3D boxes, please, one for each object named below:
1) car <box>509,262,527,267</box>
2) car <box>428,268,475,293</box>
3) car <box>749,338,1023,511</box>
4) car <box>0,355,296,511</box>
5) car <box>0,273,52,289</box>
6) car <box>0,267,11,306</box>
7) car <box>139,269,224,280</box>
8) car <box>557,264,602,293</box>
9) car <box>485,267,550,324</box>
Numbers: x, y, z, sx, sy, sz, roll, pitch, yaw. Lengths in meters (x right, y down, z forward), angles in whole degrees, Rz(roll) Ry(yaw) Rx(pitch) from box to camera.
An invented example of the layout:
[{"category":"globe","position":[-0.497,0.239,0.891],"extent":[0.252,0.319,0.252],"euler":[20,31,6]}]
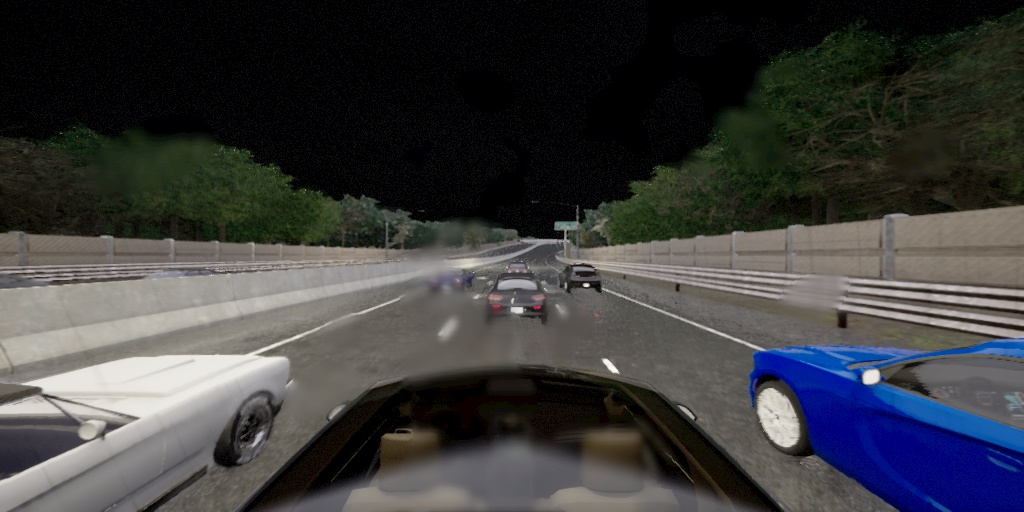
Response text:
[{"category":"car","position":[0.487,1.239,30.590],"extent":[2.033,1.411,5.357],"euler":[0,0,1]},{"category":"car","position":[-3.229,1.303,20.205],"extent":[1.895,1.301,4.718],"euler":[0,0,1]},{"category":"car","position":[3.612,1.227,2.030],"extent":[1.882,1.535,5.008],"euler":[0,0,0]},{"category":"car","position":[-3.391,1.349,1.932],"extent":[1.895,1.301,4.718],"euler":[0,0,0]},{"category":"car","position":[-17.541,1.237,11.117],"extent":[1.812,1.442,4.674],"euler":[0,0,1]},{"category":"car","position":[-21.033,1.200,11.832],"extent":[2.128,1.511,4.902],"euler":[0,0,1]},{"category":"car","position":[-14.000,1.252,15.224],"extent":[2.033,1.411,5.357],"euler":[0,0,1]},{"category":"car","position":[3.779,1.211,20.445],"extent":[1.837,1.490,4.892],"euler":[0,0,1]},{"category":"car","position":[0.165,1.243,11.654],"extent":[1.812,1.442,4.674],"euler":[0,0,1]}]
